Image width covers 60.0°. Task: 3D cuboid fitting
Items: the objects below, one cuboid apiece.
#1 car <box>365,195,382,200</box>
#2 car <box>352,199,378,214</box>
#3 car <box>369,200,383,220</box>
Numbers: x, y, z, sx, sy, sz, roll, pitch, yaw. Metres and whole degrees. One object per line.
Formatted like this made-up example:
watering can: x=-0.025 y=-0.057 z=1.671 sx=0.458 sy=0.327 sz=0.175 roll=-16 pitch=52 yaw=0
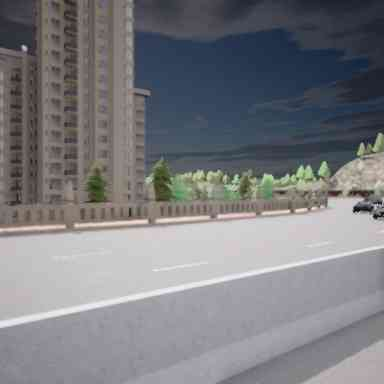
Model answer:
car: x=35.106 y=1.535 z=64.459 sx=2.150 sy=2.045 sz=5.566 roll=0 pitch=0 yaw=15
car: x=19.388 y=1.737 z=37.483 sx=1.895 sy=1.301 sz=4.718 roll=0 pitch=0 yaw=34
car: x=16.842 y=1.652 z=28.342 sx=1.994 sy=1.385 sz=4.181 roll=0 pitch=0 yaw=39
